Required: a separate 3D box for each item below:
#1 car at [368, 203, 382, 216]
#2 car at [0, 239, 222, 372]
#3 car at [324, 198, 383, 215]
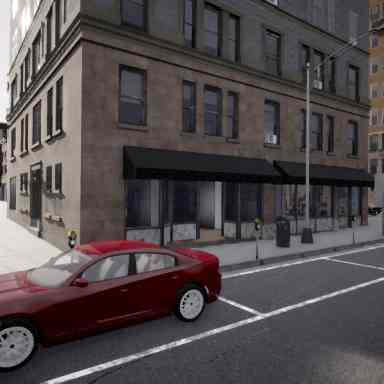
[{"bbox_3d":[14.497,1.443,30.195,1.895,1.301,4.718,1,0,-35],"label":"car"},{"bbox_3d":[-1.536,1.545,5.658,4.507,1.381,1.887,0,1,-35],"label":"car"},{"bbox_3d":[16.262,1.411,33.347,2.033,1.411,5.357,1,0,-35],"label":"car"}]
